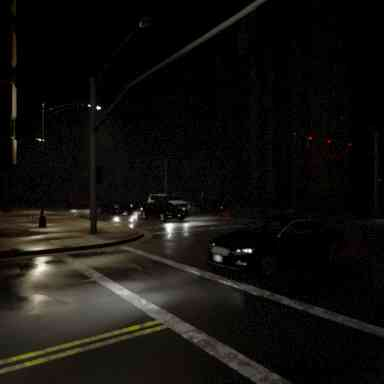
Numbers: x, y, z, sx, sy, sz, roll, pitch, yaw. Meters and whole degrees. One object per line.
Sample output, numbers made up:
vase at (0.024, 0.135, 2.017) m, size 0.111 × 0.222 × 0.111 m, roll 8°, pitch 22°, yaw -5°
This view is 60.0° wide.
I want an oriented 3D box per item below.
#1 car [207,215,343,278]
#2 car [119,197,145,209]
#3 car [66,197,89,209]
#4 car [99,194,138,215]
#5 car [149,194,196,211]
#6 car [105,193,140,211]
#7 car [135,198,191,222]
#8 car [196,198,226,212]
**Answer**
car at (2.682, 1.487, 10.213) m, size 4.902 × 1.511 × 2.128 m, roll 0°, pitch 0°, yaw -36°
car at (-8.511, 1.514, 47.099) m, size 1.812 × 1.442 × 4.674 m, roll 0°, pitch 0°, yaw -36°
car at (-15.351, 1.470, 44.405) m, size 1.882 × 1.535 × 5.008 m, roll 0°, pitch 0°, yaw -36°
car at (-7.712, 1.344, 33.847) m, size 2.097 × 1.767 × 4.553 m, roll 0°, pitch 0°, yaw -36°
car at (-2.390, 1.212, 32.491) m, size 2.150 × 2.045 × 5.566 m, roll 0°, pitch 0°, yaw -36°
car at (-8.709, 1.212, 41.172) m, size 2.150 × 2.045 × 5.566 m, roll 0°, pitch 0°, yaw -36°
car at (-2.381, 1.497, 26.534) m, size 1.837 × 1.490 × 4.892 m, roll 0°, pitch 0°, yaw -36°
car at (1.878, 1.491, 38.805) m, size 1.837 × 1.490 × 4.892 m, roll 0°, pitch 0°, yaw -36°
